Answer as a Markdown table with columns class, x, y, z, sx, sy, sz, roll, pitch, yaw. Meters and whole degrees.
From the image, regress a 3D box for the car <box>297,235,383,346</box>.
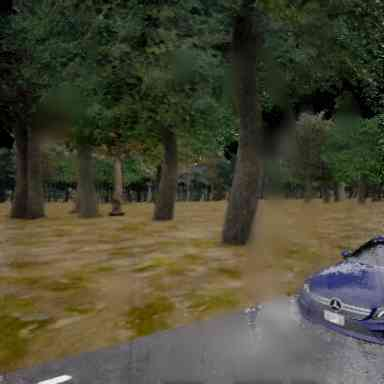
| class | x | y | z | sx | sy | sz | roll | pitch | yaw |
| --- | --- | --- | --- | --- | --- | --- | --- | --- | --- |
| car | 3.950 | 1.537 | 6.045 | 4.674 | 1.442 | 1.812 | 0 | 0 | -34 |
